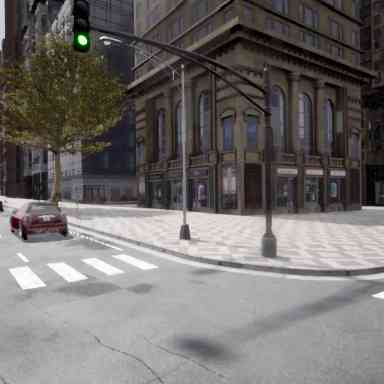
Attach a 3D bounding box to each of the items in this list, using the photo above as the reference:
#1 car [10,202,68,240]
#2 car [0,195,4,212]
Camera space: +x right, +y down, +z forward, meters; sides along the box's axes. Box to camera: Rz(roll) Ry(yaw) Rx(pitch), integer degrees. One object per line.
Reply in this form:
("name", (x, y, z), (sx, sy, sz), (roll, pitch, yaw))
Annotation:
("car", (-8.046, 1.303, 17.291), (2.097, 1.767, 4.553), (-1, 1, -36))
("car", (-22.350, 1.431, 37.318), (1.837, 1.490, 4.892), (-1, 1, -36))
